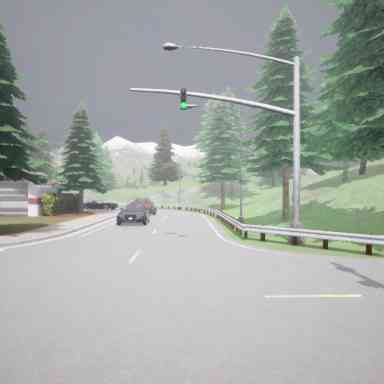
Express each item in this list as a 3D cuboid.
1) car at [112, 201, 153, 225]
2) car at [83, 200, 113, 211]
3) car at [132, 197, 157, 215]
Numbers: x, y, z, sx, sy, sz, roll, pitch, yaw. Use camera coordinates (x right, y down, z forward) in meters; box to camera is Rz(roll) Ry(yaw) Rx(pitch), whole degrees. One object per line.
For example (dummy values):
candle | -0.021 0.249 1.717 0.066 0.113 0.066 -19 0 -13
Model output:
car | -4.132 1.564 23.841 1.994 1.385 4.181 0 0 -2
car | -11.639 1.608 41.327 4.718 1.301 1.895 0 0 14
car | -5.021 1.352 33.627 2.097 1.767 4.553 0 0 -20
